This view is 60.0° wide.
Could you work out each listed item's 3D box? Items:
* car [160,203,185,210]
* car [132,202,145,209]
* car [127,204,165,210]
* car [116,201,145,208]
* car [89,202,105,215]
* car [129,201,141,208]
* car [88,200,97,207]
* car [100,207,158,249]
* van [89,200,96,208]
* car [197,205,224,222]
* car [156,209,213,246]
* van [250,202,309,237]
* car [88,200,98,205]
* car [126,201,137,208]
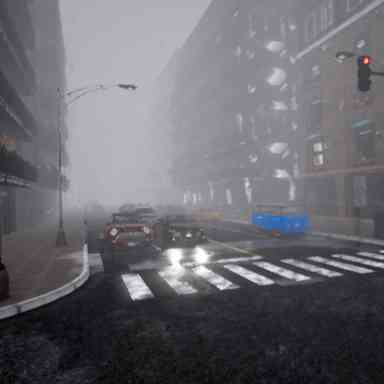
[{"bbox_3d":[-2.145,2.114,40.243,1.887,1.381,4.507,-1,-1,-18],"label":"car"},{"bbox_3d":[-10.815,2.686,67.188,2.008,1.369,4.403,-1,-1,-18],"label":"car"},{"bbox_3d":[-3.793,1.965,26.461,1.812,1.442,4.674,-1,-1,-18],"label":"car"},{"bbox_3d":[-6.891,2.126,36.119,2.128,1.511,4.902,-1,-1,-18],"label":"car"},{"bbox_3d":[-13.593,2.543,48.470,1.802,1.307,4.206,-1,-1,-18],"label":"car"},{"bbox_3d":[-12.548,2.799,72.577,2.008,1.369,4.403,-1,-1,-18],"label":"car"},{"bbox_3d":[-27.472,3.196,91.584,2.192,1.841,5.009,-1,-1,-18],"label":"car"},{"bbox_3d":[-3.192,1.744,16.139,1.967,1.590,4.097,-1,-1,-18],"label":"car"},{"bbox_3d":[-25.737,3.100,86.197,1.690,1.788,3.998,-1,-1,-18],"label":"van"},{"bbox_3d":[1.270,1.878,29.629,1.752,1.417,4.829,-1,-1,-18],"label":"car"},{"bbox_3d":[-0.743,1.818,16.984,1.994,1.385,4.181,-1,-1,-18],"label":"car"},{"bbox_3d":[4.787,1.480,18.692,1.690,1.788,3.998,-1,-1,-18],"label":"van"},{"bbox_3d":[-20.536,2.729,70.031,2.192,1.841,5.009,-1,-1,-18],"label":"car"},{"bbox_3d":[-14.283,2.907,77.967,1.887,1.381,4.507,-1,-1,-18],"label":"car"}]
